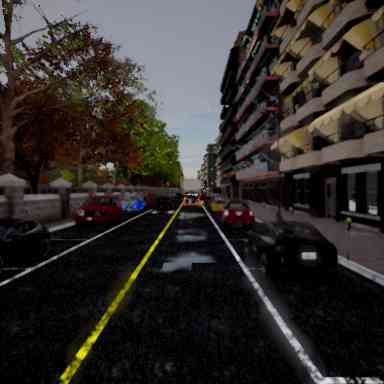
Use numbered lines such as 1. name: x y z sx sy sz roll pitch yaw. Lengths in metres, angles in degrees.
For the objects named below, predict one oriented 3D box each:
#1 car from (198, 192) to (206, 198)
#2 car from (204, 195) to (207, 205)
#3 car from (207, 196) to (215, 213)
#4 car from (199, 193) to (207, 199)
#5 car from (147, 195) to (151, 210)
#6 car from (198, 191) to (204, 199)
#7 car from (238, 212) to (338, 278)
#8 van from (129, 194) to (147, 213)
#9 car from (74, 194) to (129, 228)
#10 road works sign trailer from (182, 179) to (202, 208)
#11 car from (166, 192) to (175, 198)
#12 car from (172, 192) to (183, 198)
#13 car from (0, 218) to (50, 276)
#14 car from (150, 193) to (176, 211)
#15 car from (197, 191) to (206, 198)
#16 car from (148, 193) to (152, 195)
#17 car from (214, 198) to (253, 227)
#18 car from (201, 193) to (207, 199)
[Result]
1. car: 2.674 0.810 88.535 1.967 1.590 4.097 0 0 0
2. car: 2.683 1.289 37.865 1.802 1.307 4.206 0 0 0
3. car: 2.684 1.271 32.404 1.752 1.417 4.829 0 0 0
4. car: 2.675 0.949 82.907 1.887 1.381 4.507 0 0 0
5. car: -5.698 1.289 37.863 1.802 1.307 4.206 0 0 0
6. car: 2.676 0.984 77.276 1.887 1.381 4.507 0 0 0
7. car: 2.688 1.486 9.715 1.947 1.339 4.313 0 0 0
8. van: -5.696 1.089 32.230 1.690 1.788 3.998 0 0 0
9. car: -5.694 1.147 20.970 2.192 1.841 5.009 0 0 0
10. road works sign trailer: -0.007 0.150 40.878 2.380 3.560 2.880 0 0 0
11. car: -5.707 0.811 88.532 1.967 1.590 4.097 0 0 0
12. car: -3.014 0.709 78.202 1.837 1.490 4.892 0 0 0
13. car: -5.693 1.486 9.713 1.947 1.339 4.313 0 0 0
14. car: -3.102 1.193 36.731 1.882 1.535 5.008 0 0 0
15. car: 2.672 0.651 94.164 2.192 1.841 5.009 0 0 0
16. car: -5.699 1.212 43.493 1.887 1.381 4.507 0 0 0
17. car: 2.686 1.271 20.973 1.967 1.590 4.097 0 0 0
18. car: 2.681 1.193 49.127 1.947 1.339 4.313 0 0 0
